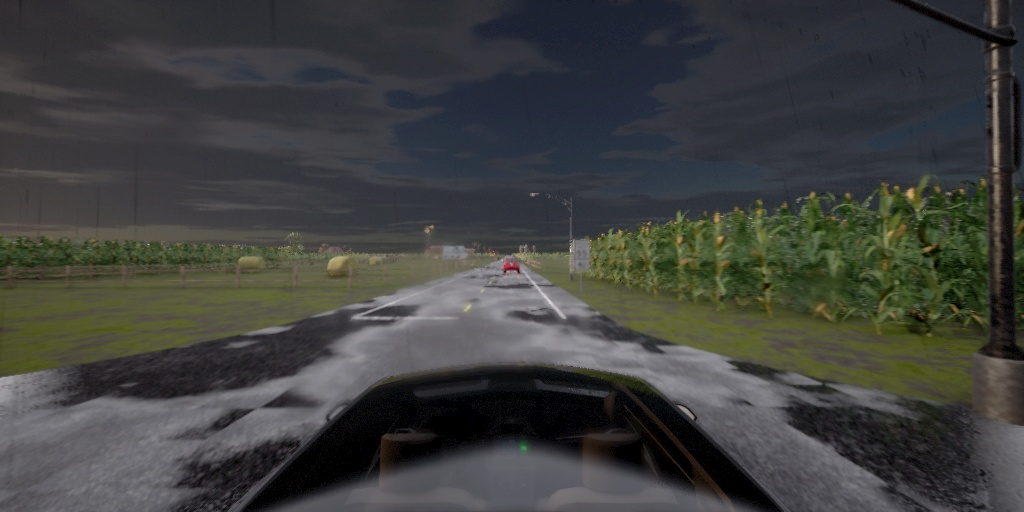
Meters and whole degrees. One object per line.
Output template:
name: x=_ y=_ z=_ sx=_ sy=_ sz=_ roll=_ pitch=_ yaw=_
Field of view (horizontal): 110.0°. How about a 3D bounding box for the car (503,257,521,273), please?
car: x=-0.026 y=1.199 z=47.113 sx=2.150 sy=2.045 sz=5.566 roll=0 pitch=0 yaw=0
